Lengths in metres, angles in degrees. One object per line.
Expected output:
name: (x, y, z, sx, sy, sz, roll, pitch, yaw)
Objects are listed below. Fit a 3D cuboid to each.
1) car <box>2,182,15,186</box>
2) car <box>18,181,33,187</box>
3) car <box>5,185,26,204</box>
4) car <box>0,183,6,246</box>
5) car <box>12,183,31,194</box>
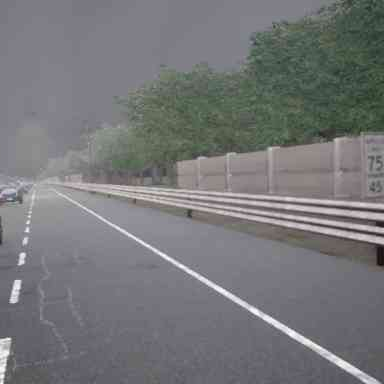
car: (-39.209, -0.756, 70.172, 1.812, 1.442, 4.674, -4, 4, -25)
car: (-37.494, -1.136, 74.714, 1.882, 1.535, 5.008, -4, 4, -25)
car: (-17.561, 0.403, 32.431, 1.812, 1.442, 4.674, -4, 4, -25)
car: (-6.802, 0.951, 9.388, 2.150, 2.045, 5.566, -4, 4, -25)
car: (-27.693, -0.291, 53.963, 1.895, 1.301, 4.718, -4, 4, -25)
